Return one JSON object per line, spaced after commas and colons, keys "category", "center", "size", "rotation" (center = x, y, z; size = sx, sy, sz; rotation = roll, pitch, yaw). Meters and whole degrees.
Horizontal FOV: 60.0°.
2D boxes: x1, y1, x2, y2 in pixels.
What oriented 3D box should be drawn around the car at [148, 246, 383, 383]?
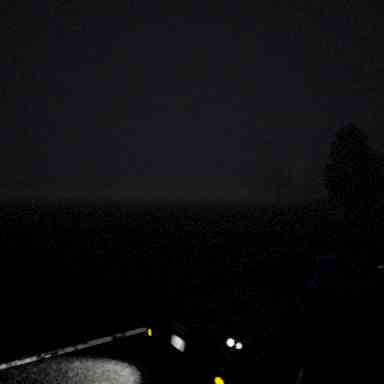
{"category": "car", "center": [1.461, 1.572, 5.025], "size": [4.181, 1.385, 1.994], "rotation": [0, 0, -35]}
